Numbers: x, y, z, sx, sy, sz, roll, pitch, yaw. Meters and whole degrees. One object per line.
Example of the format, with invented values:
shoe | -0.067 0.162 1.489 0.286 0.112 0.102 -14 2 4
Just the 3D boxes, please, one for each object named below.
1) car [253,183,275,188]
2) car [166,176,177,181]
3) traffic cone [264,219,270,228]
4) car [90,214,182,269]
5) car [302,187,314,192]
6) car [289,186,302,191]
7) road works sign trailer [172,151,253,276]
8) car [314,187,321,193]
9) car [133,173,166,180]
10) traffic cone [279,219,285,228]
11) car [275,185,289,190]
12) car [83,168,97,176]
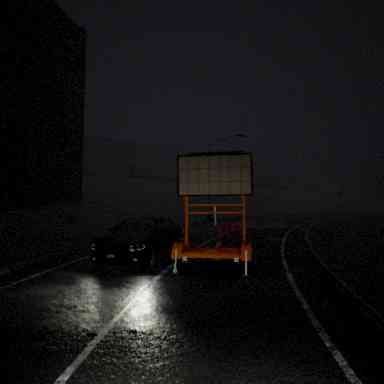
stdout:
car | 15.075 -1.091 72.597 4.792 1.488 2.163 3 -6 -38
car | -2.935 -2.136 59.416 4.892 1.521 2.231 3 -5 -33
traffic cone | 5.125 2.159 22.803 0.340 0.580 0.340 -2 -1 17
car | -1.760 1.589 11.916 1.882 1.535 5.008 -1 -1 13
car | 27.668 -0.391 83.352 4.553 1.767 2.185 4 -6 -42
car | 23.468 -0.576 79.597 4.892 1.521 2.231 4 -6 -40
road works sign trailer | 0.755 0.525 10.653 2.380 3.560 2.880 -1 -1 12
car | 31.781 -0.179 87.163 5.566 2.045 2.435 5 -6 -43
car | -7.547 -2.348 56.391 4.892 1.521 2.231 2 -5 -33
traffic cone | 6.081 2.130 22.519 0.340 0.580 0.340 -2 -1 17
car | 19.347 -0.811 76.081 4.674 1.452 2.002 4 -6 -39
car | -16.699 -2.866 50.416 4.553 1.767 2.185 2 -5 -33
